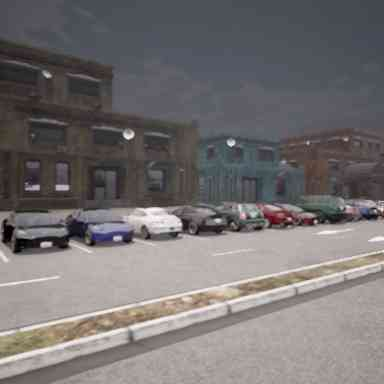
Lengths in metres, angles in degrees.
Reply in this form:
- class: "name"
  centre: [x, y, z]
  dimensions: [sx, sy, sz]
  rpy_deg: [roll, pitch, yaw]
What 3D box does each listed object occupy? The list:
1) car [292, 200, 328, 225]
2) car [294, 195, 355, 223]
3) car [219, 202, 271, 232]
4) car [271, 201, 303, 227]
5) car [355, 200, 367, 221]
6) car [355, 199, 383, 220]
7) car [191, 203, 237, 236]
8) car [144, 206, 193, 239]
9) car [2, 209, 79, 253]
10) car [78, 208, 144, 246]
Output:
- class: "car"
  centre: [6.702, 1.545, 23.724]
  dimensions: [2.163, 1.488, 4.792]
  rpy_deg: [0, 0, -36]
- class: "car"
  centre: [8.902, 1.275, 25.391]
  dimensions: [2.435, 2.045, 5.566]
  rpy_deg: [0, 0, -36]
- class: "car"
  centre: [2.241, 1.371, 20.486]
  dimensions: [2.185, 1.767, 4.553]
  rpy_deg: [0, 0, -36]
- class: "car"
  centre: [4.458, 1.505, 22.126]
  dimensions: [2.097, 1.535, 5.008]
  rpy_deg: [0, 0, -36]
- class: "car"
  centre: [11.152, 1.578, 26.984]
  dimensions: [2.002, 1.452, 4.674]
  rpy_deg: [0, 0, -36]
- class: "car"
  centre: [13.365, 1.581, 28.629]
  dimensions: [2.163, 1.488, 4.792]
  rpy_deg: [0, 0, -36]
- class: "car"
  centre: [-0.026, 1.519, 18.916]
  dimensions: [2.163, 1.488, 4.792]
  rpy_deg: [0, 0, -36]
- class: "car"
  centre: [-2.269, 1.524, 17.250]
  dimensions: [2.002, 1.452, 4.674]
  rpy_deg: [0, 0, -36]
- class: "car"
  centre: [-6.687, 1.505, 14.012]
  dimensions: [2.163, 1.488, 4.792]
  rpy_deg: [0, 0, -36]
- class: "car"
  centre: [-4.456, 1.508, 15.630]
  dimensions: [2.163, 1.488, 4.792]
  rpy_deg: [0, 0, -36]
